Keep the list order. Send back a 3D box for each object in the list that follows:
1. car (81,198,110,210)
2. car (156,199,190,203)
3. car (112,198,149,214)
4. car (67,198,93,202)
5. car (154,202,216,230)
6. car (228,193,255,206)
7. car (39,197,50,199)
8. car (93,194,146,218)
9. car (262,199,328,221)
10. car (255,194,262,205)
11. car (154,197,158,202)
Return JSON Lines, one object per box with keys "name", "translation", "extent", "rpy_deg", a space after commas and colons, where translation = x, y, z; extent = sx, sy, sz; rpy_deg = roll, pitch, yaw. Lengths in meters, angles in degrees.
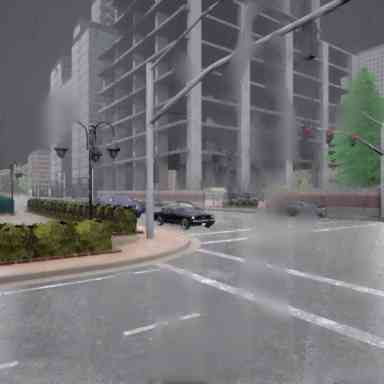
{"name": "car", "translation": [-12.774, 1.492, 43.706], "extent": [2.033, 1.411, 5.357], "rpy_deg": [0, 0, -36]}
{"name": "car", "translation": [-0.807, 1.470, 27.224], "extent": [1.812, 1.442, 4.674], "rpy_deg": [0, 0, -36]}
{"name": "car", "translation": [-6.638, 1.422, 35.255], "extent": [1.882, 1.535, 5.008], "rpy_deg": [0, 0, -36]}
{"name": "car", "translation": [-13.678, 1.492, 38.991], "extent": [2.033, 1.411, 5.357], "rpy_deg": [0, 0, -36]}
{"name": "car", "translation": [-0.613, 1.545, 21.002], "extent": [1.895, 1.301, 4.718], "rpy_deg": [0, 0, -36]}
{"name": "car", "translation": [7.110, 1.114, 50.663], "extent": [1.905, 1.878, 3.866], "rpy_deg": [0, 0, -36]}
{"name": "car", "translation": [-23.319, 1.472, 52.417], "extent": [1.812, 1.442, 4.674], "rpy_deg": [0, 0, -36]}
{"name": "car", "translation": [-6.345, 1.166, 28.894], "extent": [2.150, 2.045, 5.566], "rpy_deg": [0, 0, -36]}
{"name": "car", "translation": [8.376, 1.435, 26.656], "extent": [2.128, 1.511, 4.902], "rpy_deg": [0, 0, -37]}
{"name": "car", "translation": [9.500, 1.114, 52.377], "extent": [1.905, 1.878, 3.866], "rpy_deg": [0, 0, -36]}
{"name": "car", "translation": [-6.086, 1.436, 46.739], "extent": [2.128, 1.511, 4.902], "rpy_deg": [0, 0, -36]}
